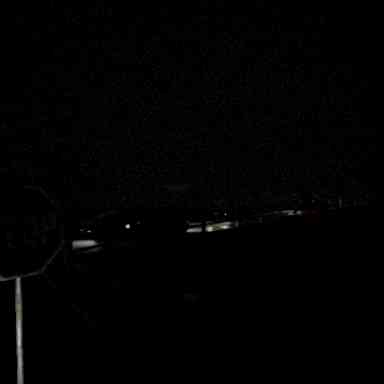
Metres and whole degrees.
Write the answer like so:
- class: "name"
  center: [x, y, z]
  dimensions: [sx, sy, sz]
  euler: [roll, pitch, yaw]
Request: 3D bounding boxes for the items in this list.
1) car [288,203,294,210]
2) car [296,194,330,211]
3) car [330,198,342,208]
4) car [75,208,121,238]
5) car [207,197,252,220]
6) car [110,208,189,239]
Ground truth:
- class: "car"
  center: [15.124, 1.875, 46.738]
  dimensions: [1.895, 1.301, 4.718]
  euler: [-4, -2, 36]
- class: "car"
  center: [15.338, 1.346, 42.246]
  dimensions: [2.150, 2.045, 5.566]
  euler: [-4, -2, 36]
- class: "car"
  center: [21.398, 1.684, 50.755]
  dimensions: [2.033, 1.411, 5.357]
  euler: [-4, -2, 36]
- class: "car"
  center: [-4.496, 1.763, 19.513]
  dimensions: [1.837, 1.490, 4.892]
  euler: [-4, -2, 35]
- class: "car"
  center: [3.561, 1.484, 30.778]
  dimensions: [2.150, 2.045, 5.566]
  euler: [-4, -2, 36]
- class: "car"
  center: [-2.017, 1.674, 18.077]
  dimensions: [1.994, 1.385, 4.181]
  euler: [-4, -2, 36]
